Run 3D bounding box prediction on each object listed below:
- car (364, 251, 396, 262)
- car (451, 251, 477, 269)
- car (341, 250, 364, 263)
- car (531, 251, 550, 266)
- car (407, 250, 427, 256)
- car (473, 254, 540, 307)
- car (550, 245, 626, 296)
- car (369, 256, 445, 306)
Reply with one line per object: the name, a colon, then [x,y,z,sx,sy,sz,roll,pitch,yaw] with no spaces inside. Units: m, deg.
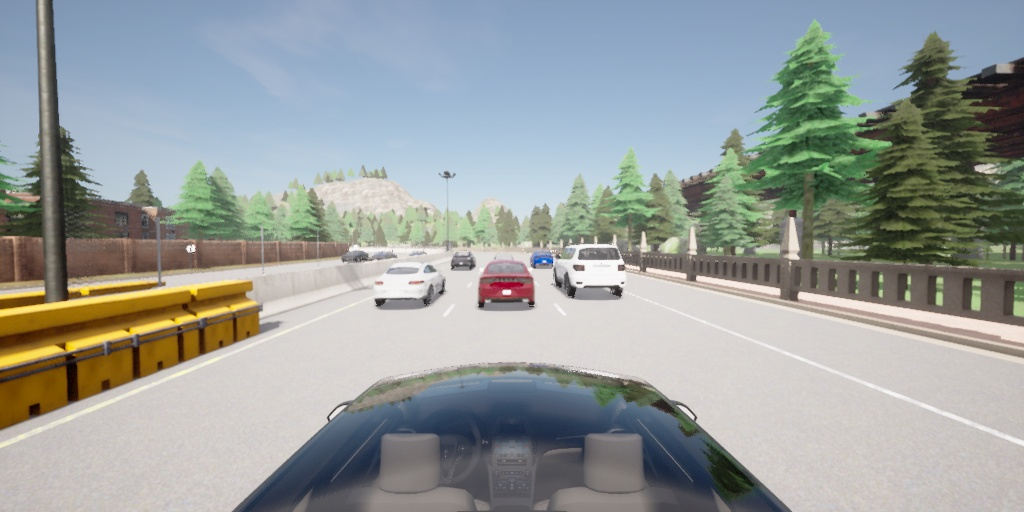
car: [-15.233,0.095,42.616,2.033,1.411,5.357,0,2,-2]
car: [-4.218,0.338,31.658,2.128,1.511,4.902,0,2,-1]
car: [-18.785,0.019,43.184,1.882,1.535,5.008,0,2,-2]
car: [2.739,0.246,33.420,1.882,1.535,5.008,0,2,-1]
car: [-11.831,0.014,44.885,2.033,1.411,5.357,0,2,-2]
car: [-0.221,0.869,13.430,1.882,1.535,5.008,0,2,-1]
car: [3.226,0.527,15.801,2.150,2.045,5.566,0,2,-1]
car: [-3.723,0.926,13.531,1.812,1.442,4.674,0,2,-2]
